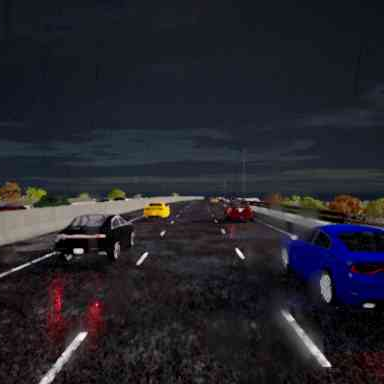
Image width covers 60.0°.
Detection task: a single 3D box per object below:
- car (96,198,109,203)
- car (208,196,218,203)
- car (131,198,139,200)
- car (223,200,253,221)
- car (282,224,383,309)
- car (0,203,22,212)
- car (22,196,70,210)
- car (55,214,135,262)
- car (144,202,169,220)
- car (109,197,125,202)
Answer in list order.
[{"bbox_3d":[-19.464,1.916,72.829,1.994,1.385,4.181,0,0,2],"label":"car"},{"bbox_3d":[5.554,1.988,83.684,1.801,1.575,5.366,0,0,3],"label":"car"},{"bbox_3d":[-12.454,1.947,72.906,1.895,1.301,4.718,0,0,2],"label":"car"},{"bbox_3d":[3.847,1.485,28.283,2.097,1.767,4.553,0,0,1],"label":"car"},{"bbox_3d":[3.627,1.516,8.069,1.882,1.535,5.008,0,0,0],"label":"car"},{"bbox_3d":[-17.294,1.707,31.366,1.994,1.385,4.181,0,0,1],"label":"car"},{"bbox_3d":[-13.778,1.371,32.450,2.150,2.045,5.566,0,0,1],"label":"car"},{"bbox_3d":[-3.346,1.547,12.286,2.128,1.511,4.902,0,0,0],"label":"car"},{"bbox_3d":[-3.124,1.618,30.061,1.882,1.535,5.008,0,0,1],"label":"car"},{"bbox_3d":[-15.967,1.864,72.676,1.837,1.490,4.892,0,0,2],"label":"car"}]
